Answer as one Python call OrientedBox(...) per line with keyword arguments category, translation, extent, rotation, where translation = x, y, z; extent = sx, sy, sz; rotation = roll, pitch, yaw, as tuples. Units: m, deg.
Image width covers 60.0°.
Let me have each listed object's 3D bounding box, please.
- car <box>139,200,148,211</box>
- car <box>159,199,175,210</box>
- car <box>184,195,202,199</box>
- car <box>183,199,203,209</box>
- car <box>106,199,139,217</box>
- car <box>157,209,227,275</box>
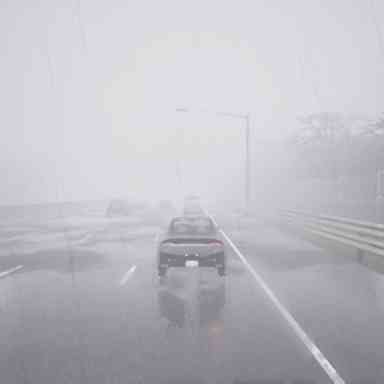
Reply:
OrientedBox(category="car", translation=(-6.907, 1.732, 43.314), extent=(1.895, 1.301, 4.718), rotation=(0, 0, 0))
OrientedBox(category="car", translation=(-3.402, 1.681, 44.553), extent=(2.033, 1.411, 5.357), rotation=(0, 0, 0))
OrientedBox(category="car", translation=(0.089, 1.354, 43.505), extent=(2.150, 2.045, 5.566), rotation=(0, 0, 1))
OrientedBox(category="car", translation=(0.107, 1.674, 33.258), extent=(1.994, 1.385, 4.181), rotation=(0, 0, -1))
OrientedBox(category="car", translation=(-6.907, 1.460, 32.528), extent=(2.097, 1.767, 4.553), rotation=(0, 0, 0))
OrientedBox(category="car", translation=(-0.003, 1.529, 10.515), extent=(2.128, 1.511, 4.902), rotation=(0, 0, 0))
